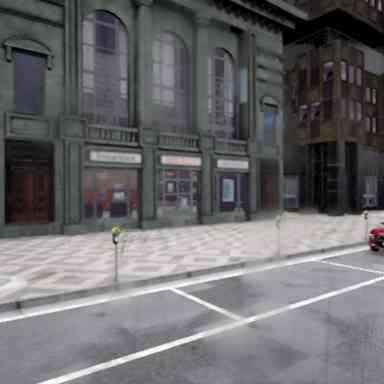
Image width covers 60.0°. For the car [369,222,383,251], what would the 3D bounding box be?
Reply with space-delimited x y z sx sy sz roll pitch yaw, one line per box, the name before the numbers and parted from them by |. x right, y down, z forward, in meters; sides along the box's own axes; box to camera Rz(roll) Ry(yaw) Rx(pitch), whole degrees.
car | 8.500 1.523 12.713 4.507 1.381 1.887 0 0 -35
